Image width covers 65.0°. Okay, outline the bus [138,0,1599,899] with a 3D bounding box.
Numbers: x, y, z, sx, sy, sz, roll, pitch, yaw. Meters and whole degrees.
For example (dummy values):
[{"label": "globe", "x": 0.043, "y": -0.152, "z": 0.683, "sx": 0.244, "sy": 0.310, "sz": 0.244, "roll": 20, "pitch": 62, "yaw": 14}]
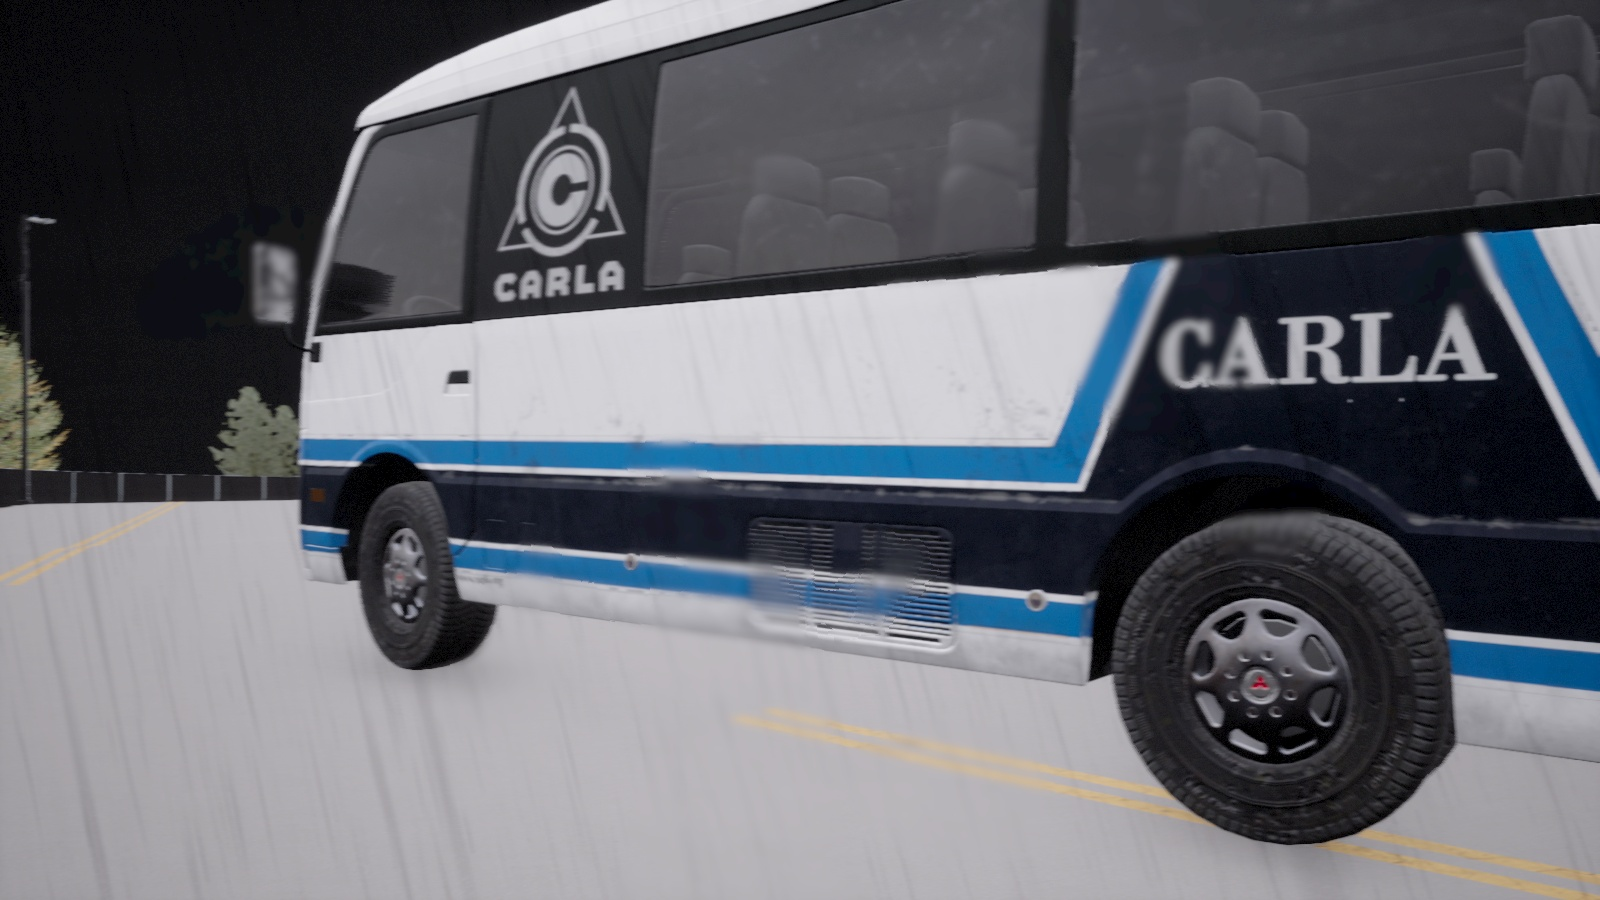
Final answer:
[{"label": "bus", "x": 0.385, "y": -0.627, "z": 7.664, "sx": 10.273, "sy": 4.253, "sz": 3.944, "roll": 1, "pitch": 1, "yaw": 38}]
